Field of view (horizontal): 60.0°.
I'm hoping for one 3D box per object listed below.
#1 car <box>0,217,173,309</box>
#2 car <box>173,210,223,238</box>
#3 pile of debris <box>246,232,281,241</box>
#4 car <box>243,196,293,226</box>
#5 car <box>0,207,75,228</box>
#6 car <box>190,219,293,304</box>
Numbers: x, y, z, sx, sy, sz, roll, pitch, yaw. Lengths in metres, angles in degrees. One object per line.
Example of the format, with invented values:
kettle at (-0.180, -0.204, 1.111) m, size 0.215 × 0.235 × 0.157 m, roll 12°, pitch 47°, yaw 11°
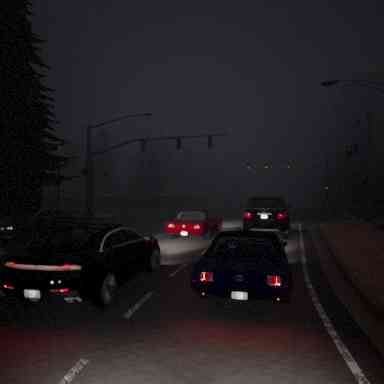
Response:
car at (-2.198, 1.492, 7.965) m, size 2.128 × 1.511 × 4.902 m, roll 0°, pitch 0°, yaw 12°
car at (0.305, 1.601, 17.271) m, size 1.895 × 1.301 × 4.718 m, roll 0°, pitch 0°, yaw 17°
pile of debris at (3.538, 2.175, 16.343) m, size 1.500 × 0.140 × 1.860 m, roll 0°, pitch 0°, yaw 17°
car at (4.072, 1.222, 17.655) m, size 2.150 × 2.045 × 5.566 m, roll 0°, pitch 0°, yaw 17°
car at (-7.576, 1.492, 15.844) m, size 2.128 × 1.511 × 4.902 m, roll 0°, pitch 0°, yaw 17°
car at (1.386, 1.601, 8.225) m, size 1.895 × 1.301 × 4.718 m, roll 0°, pitch 0°, yaw 13°
